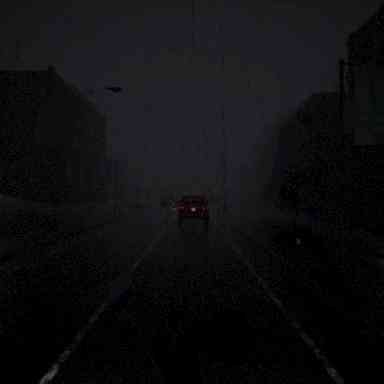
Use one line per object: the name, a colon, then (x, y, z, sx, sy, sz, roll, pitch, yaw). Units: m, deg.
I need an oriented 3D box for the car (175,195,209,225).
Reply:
car: (0.110, 1.275, 25.012, 2.150, 2.045, 5.566, 0, 0, 0)

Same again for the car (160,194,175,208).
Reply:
car: (-3.533, 1.340, 49.845, 2.150, 2.045, 5.566, 0, 0, 0)

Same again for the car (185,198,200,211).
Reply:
car: (0.087, 1.582, 43.937, 1.882, 1.535, 5.008, 0, 0, 1)
